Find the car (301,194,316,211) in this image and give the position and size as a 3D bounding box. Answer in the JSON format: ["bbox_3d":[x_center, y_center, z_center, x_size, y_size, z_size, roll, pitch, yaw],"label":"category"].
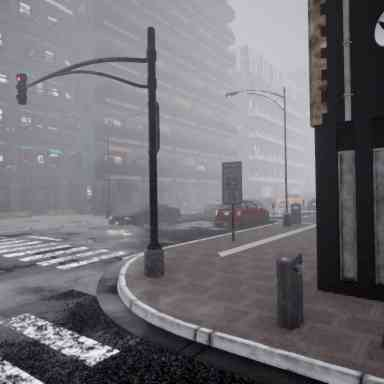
[{"bbox_3d":[12.951,1.195,33.521,1.947,1.339,4.313,-1,0,36],"label":"car"}]

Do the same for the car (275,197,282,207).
[{"bbox_3d":[9.509,1.310,43.031,1.947,1.339,4.313,-1,0,36],"label":"car"}]

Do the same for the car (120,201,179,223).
[{"bbox_3d":[-3.175,1.458,25.755,1.887,1.381,4.507,-1,0,36],"label":"car"}]

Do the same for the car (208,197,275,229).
[{"bbox_3d":[3.042,1.200,19.717,1.967,1.590,4.097,-1,0,36],"label":"car"}]

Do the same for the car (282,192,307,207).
[{"bbox_3d":[12.721,1.032,42.991,2.097,1.767,4.553,-1,0,36],"label":"car"}]

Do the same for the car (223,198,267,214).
[{"bbox_3d":[5.321,1.326,32.879,2.033,1.411,5.357,-1,0,36],"label":"car"}]

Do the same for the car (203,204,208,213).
[{"bbox_3d":[2.843,1.383,33.870,2.008,1.369,4.403,-1,0,36],"label":"car"}]

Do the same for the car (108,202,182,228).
[{"bbox_3d":[-2.842,1.434,21.667,2.033,1.411,5.357,-1,0,36],"label":"car"}]

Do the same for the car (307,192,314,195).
[{"bbox_3d":[19.503,0.930,56.772,2.192,1.841,5.009,-1,0,36],"label":"car"}]
